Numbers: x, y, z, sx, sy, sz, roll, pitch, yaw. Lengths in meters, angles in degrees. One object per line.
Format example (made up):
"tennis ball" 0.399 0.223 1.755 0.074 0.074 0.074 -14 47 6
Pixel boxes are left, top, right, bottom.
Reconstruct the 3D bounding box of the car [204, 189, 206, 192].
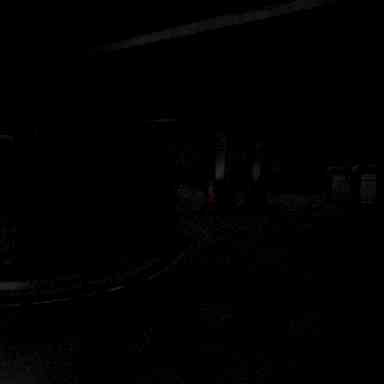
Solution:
"car" 4.874 -0.316 65.613 5.027 1.636 2.152 2 2 35

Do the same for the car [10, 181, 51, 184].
"car" -17.244 -0.182 35.223 3.866 1.878 1.905 2 2 35

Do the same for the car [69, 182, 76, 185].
"car" -25.451 -1.288 68.080 4.605 1.855 1.932 2 2 35

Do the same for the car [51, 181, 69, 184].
"car" -26.789 -1.263 65.468 3.866 1.878 1.905 2 2 35

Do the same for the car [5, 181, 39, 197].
"car" -21.777 -0.469 42.440 4.605 1.855 1.932 2 2 35
